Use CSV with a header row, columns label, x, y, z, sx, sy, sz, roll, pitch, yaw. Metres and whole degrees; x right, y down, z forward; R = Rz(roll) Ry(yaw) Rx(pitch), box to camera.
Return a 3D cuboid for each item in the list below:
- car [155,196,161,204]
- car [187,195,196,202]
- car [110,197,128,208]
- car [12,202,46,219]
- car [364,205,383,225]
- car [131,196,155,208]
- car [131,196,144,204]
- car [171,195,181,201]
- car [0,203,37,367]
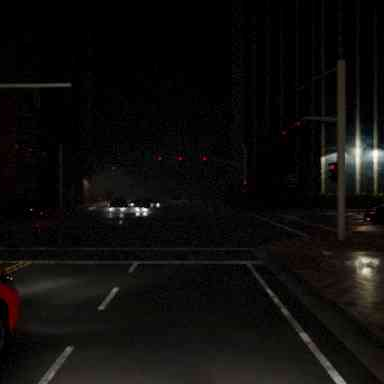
label,x,y,z,sx,sy,sz,roll,pitch,yaw
car,-7.015,1.546,64.232,1.994,1.385,4.181,0,0,0
car,0.001,1.433,72.834,1.812,1.442,4.674,0,0,0
car,-10.569,1.491,48.424,1.837,1.490,4.892,0,0,0
car,-14.336,1.518,27.437,4.674,1.442,1.812,0,-1,16
car,13.807,1.499,21.528,4.892,1.490,1.837,0,0,0
car,-7.070,1.478,48.554,2.128,1.511,4.902,0,0,0
car,-10.512,1.508,64.228,1.812,1.442,4.674,0,0,0
car,-3.499,1.390,73.404,1.895,1.301,4.718,0,0,0
car,-3.441,1.221,2.161,2.150,2.045,5.566,0,0,1
